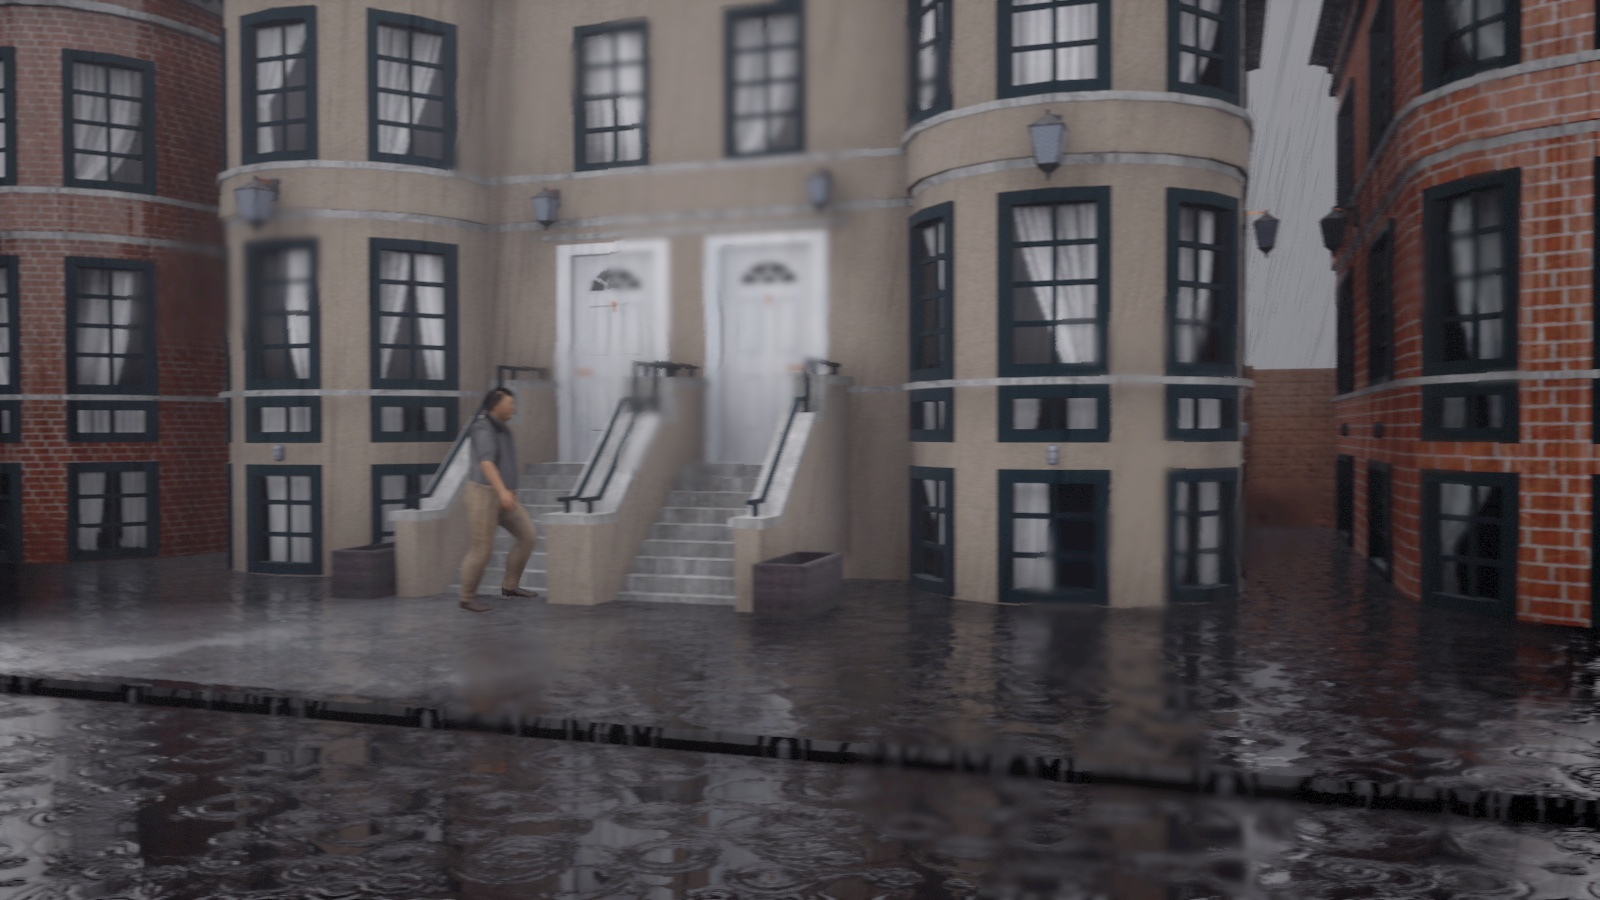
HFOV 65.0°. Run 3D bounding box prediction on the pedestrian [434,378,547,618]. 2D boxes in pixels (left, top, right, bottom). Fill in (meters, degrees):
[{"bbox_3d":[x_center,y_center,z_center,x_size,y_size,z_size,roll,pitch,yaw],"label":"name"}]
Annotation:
[{"bbox_3d":[-2.468,0.366,10.038,0.694,1.848,0.540,1,1,18],"label":"pedestrian"}]
